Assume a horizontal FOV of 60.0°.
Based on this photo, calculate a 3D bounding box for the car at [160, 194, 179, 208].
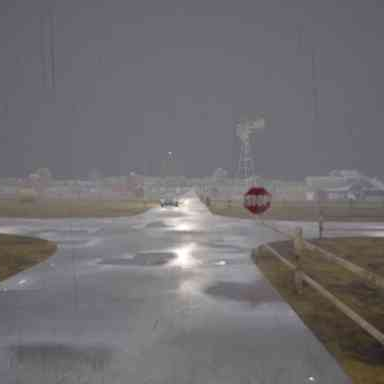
[{"bbox_3d":[-2.760,1.003,41.447,2.097,1.767,4.553,0,0,0],"label":"car"}]
